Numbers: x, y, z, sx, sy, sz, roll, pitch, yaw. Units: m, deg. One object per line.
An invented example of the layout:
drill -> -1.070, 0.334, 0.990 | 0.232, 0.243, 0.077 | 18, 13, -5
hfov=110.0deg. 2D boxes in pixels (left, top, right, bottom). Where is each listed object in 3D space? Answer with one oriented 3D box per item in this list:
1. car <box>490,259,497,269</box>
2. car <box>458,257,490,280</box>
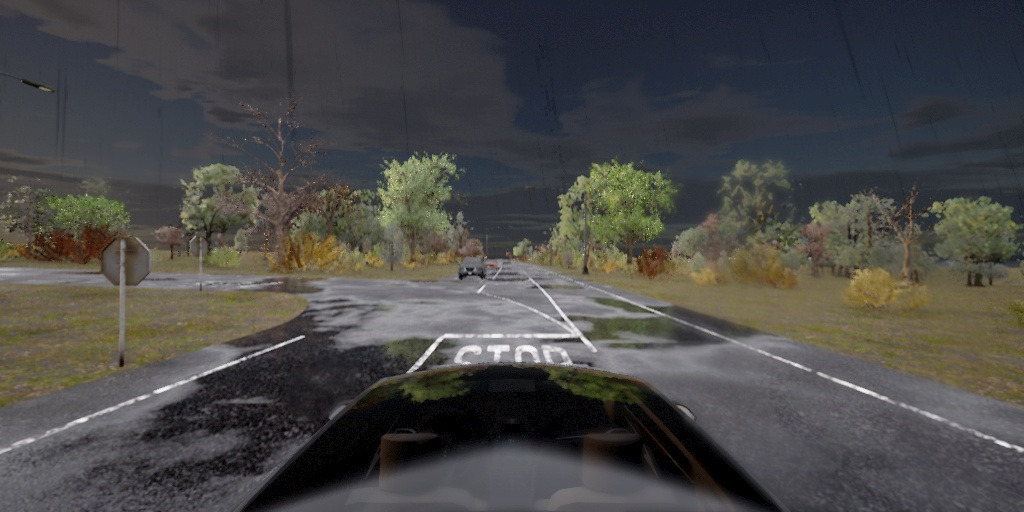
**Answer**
car -> -3.751, 1.361, 64.170 | 2.097, 1.767, 4.553 | 0, 0, -1
car -> -3.512, 1.097, 32.652 | 2.150, 2.045, 5.566 | 0, 0, 0
